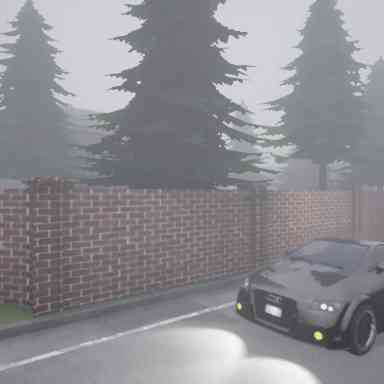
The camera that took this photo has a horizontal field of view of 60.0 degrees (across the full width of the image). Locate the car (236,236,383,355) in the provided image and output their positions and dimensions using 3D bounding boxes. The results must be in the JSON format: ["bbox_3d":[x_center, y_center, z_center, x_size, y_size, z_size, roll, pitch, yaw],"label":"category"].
[{"bbox_3d":[2.782,1.561,6.124,4.181,1.385,1.994,0,0,-37],"label":"car"}]
